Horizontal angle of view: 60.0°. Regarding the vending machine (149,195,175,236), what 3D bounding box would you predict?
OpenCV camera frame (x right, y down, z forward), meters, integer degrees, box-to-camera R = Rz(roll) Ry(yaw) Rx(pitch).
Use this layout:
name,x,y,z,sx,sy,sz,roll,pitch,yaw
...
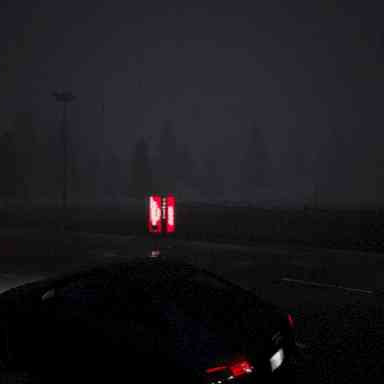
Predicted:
name,x,y,z,sx,sy,sz,roll,pitch,yaw
vending machine,-1.595,1.195,17.765,0.880,2.100,1.100,0,0,29

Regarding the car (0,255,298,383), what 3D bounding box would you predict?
name,x,y,z,sx,sy,sz,roll,pitch,yaw
car,-0.842,1.564,4.306,4.181,1.385,1.994,0,0,34
